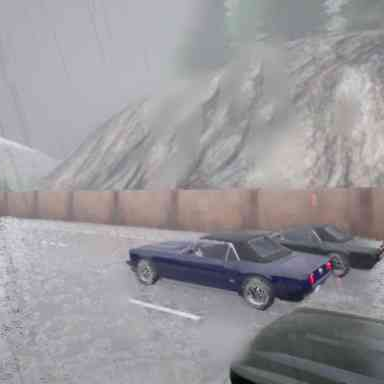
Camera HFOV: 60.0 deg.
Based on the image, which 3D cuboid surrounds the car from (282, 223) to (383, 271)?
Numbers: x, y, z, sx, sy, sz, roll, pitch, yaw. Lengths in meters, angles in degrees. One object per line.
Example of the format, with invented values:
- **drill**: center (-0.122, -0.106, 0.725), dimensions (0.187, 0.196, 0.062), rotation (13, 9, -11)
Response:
- **car**: center (3.219, 1.607, 10.295), dimensions (4.718, 1.301, 1.895), rotation (0, 0, 35)

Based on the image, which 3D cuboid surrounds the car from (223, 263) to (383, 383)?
- **car**: center (2.560, 1.599, 2.166), dimensions (4.718, 1.301, 1.895), rotation (0, 0, 35)

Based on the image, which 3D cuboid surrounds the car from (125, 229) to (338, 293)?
- **car**: center (0.643, 1.609, 7.831), dimensions (4.718, 1.301, 1.895), rotation (0, 0, 35)
